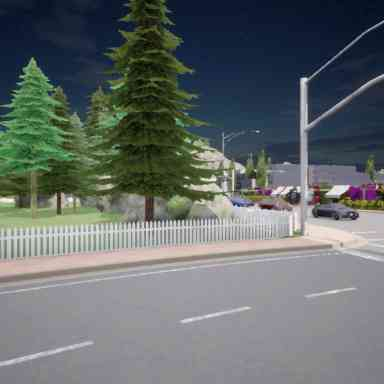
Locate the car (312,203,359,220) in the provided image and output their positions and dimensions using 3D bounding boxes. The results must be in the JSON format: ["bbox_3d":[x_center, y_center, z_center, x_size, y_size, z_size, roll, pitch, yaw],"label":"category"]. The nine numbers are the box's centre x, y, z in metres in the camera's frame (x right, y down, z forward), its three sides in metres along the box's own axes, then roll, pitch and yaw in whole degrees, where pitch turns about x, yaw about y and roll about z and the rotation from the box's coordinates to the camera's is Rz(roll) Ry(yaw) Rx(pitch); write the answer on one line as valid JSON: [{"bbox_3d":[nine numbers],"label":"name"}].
[{"bbox_3d":[12.156,1.619,28.441,1.994,1.385,4.181,0,0,-16],"label":"car"}]

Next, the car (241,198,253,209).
[{"bbox_3d":[6.495,1.533,47.632,1.882,1.535,5.008,0,0,-17],"label":"car"}]

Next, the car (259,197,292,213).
[{"bbox_3d":[9.413,1.408,37.735,2.097,1.767,4.553,0,0,-16],"label":"car"}]

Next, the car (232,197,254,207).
[{"bbox_3d":[8.339,1.619,54.412,1.994,1.385,4.181,0,0,-16],"label":"car"}]
